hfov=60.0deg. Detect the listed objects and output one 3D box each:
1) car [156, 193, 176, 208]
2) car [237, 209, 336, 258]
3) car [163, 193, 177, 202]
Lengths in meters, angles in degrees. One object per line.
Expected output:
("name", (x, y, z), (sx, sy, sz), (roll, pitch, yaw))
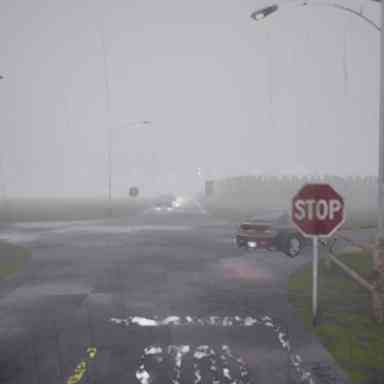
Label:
("car", (-3.267, 1.076, 39.994), (2.033, 1.411, 5.357), (0, 1, -1))
("car", (3.607, 1.380, 12.355), (1.837, 1.490, 4.892), (-3, -1, 44))
("car", (-3.606, 0.881, 55.836), (2.033, 1.411, 5.357), (0, 1, -1))
